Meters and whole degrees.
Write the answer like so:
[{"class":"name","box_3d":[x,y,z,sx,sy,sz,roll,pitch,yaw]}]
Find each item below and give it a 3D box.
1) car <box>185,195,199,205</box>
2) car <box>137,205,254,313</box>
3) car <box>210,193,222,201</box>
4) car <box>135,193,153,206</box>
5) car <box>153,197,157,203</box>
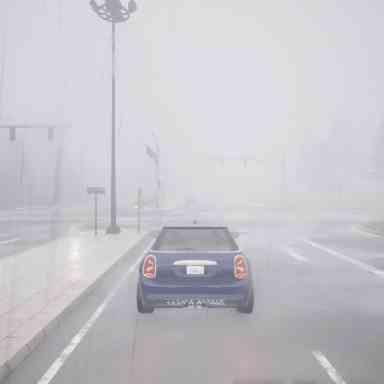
[{"class":"car","box_3d":[-0.157,1.525,54.623,1.812,1.442,4.674,0,0,-1]},{"class":"car","box_3d":[0.072,1.352,7.803,2.097,1.767,4.553,0,0,0]},{"class":"car","box_3d":[6.363,1.214,84.913,2.150,2.045,5.566,0,0,-1]},{"class":"car","box_3d":[-8.265,1.352,55.982,2.097,1.767,4.553,0,0,-1]},{"class":"car","box_3d":[-8.363,1.547,65.596,2.033,1.411,5.357,0,0,0]}]
